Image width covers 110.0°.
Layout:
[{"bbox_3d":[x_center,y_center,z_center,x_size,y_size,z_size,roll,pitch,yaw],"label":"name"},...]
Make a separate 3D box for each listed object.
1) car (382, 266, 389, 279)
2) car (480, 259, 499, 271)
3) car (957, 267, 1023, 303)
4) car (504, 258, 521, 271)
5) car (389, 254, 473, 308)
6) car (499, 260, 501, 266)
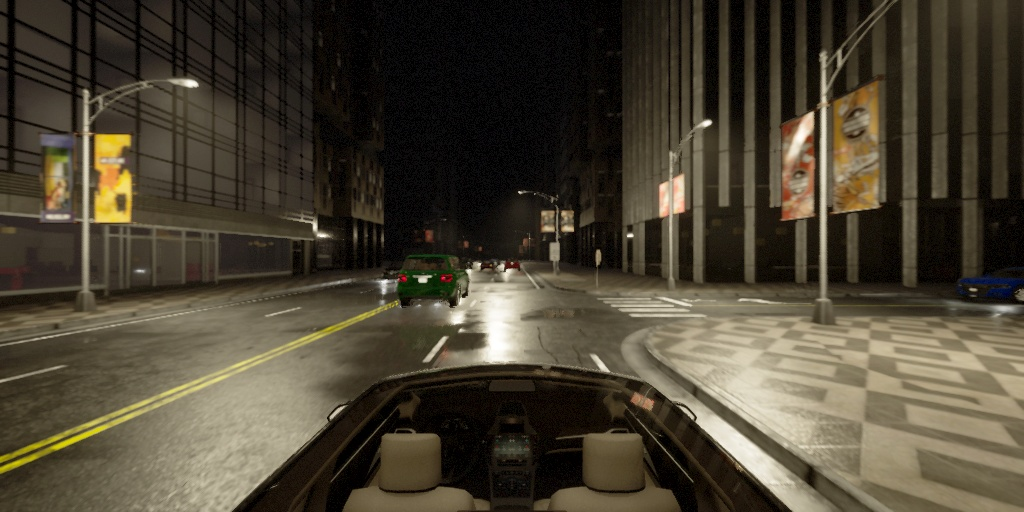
[{"bbox_3d":[-9.836,1.208,31.689,1.837,1.490,4.892,0,0,0],"label":"car"},{"bbox_3d":[-3.202,1.206,47.546,2.033,1.411,5.357,0,0,1],"label":"car"},{"bbox_3d":[22.920,1.217,15.882,5.008,1.535,1.882,0,0,0],"label":"car"},{"bbox_3d":[0.051,1.012,46.993,2.097,1.767,4.553,0,0,1],"label":"car"},{"bbox_3d":[-3.146,0.957,15.310,2.150,2.045,5.566,0,0,0],"label":"car"},{"bbox_3d":[-3.236,1.231,57.928,1.895,1.301,4.718,0,0,0],"label":"car"}]
